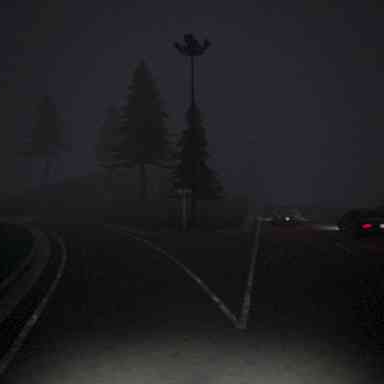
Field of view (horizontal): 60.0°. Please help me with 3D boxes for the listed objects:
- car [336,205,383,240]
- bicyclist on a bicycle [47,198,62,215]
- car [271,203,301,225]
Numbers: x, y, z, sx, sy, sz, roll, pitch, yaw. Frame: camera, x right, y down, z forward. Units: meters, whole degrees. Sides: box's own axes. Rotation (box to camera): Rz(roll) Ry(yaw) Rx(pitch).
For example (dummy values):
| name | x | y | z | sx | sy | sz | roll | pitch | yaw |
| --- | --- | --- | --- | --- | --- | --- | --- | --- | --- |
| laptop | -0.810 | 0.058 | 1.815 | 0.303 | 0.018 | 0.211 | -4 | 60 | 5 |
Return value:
| name | x | y | z | sx | sy | sz | roll | pitch | yaw |
| --- | --- | --- | --- | --- | --- | --- | --- | --- | --- |
| car | 8.731 | 1.520 | 16.717 | 2.033 | 1.411 | 5.357 | 0 | 0 | 12 |
| bicyclist on a bicycle | -13.439 | 1.413 | 32.522 | 0.582 | 1.620 | 1.656 | 0 | 0 | 30 |
| car | 6.699 | 1.518 | 23.871 | 1.812 | 1.442 | 4.674 | 0 | 0 | 12 |
